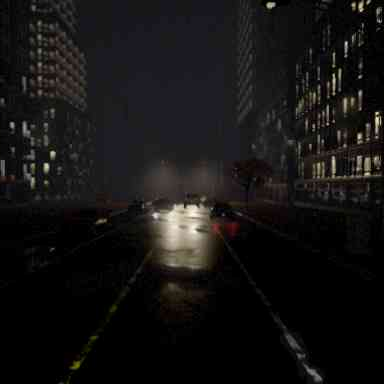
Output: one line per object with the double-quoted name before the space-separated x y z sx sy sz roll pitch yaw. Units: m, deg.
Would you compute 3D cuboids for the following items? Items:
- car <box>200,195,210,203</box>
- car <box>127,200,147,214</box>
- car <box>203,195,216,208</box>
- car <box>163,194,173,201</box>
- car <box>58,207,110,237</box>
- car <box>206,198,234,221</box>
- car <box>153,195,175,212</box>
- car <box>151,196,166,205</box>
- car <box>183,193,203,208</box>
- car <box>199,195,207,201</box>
"car" 2.637 1.447 68.821 1.752 1.417 4.829 -1 0 0
"car" -5.723 1.500 34.896 2.008 1.369 4.403 -1 0 0
"car" 2.649 1.378 46.151 1.967 1.590 4.097 -1 0 0
"car" -5.752 1.357 79.895 1.967 1.590 4.097 -1 0 0
"car" -5.712 1.515 18.020 1.887 1.381 4.507 -1 0 0
"car" 2.336 1.484 27.026 1.812 1.442 4.674 0 0 0
"car" -3.115 1.424 37.346 1.882 1.535 5.008 0 0 0
"car" -5.736 1.480 57.395 2.008 1.369 4.403 -1 0 0
"car" -0.020 1.162 46.080 2.150 2.045 5.566 0 0 0
"car" 2.631 1.482 79.900 1.947 1.339 4.313 -1 0 0
